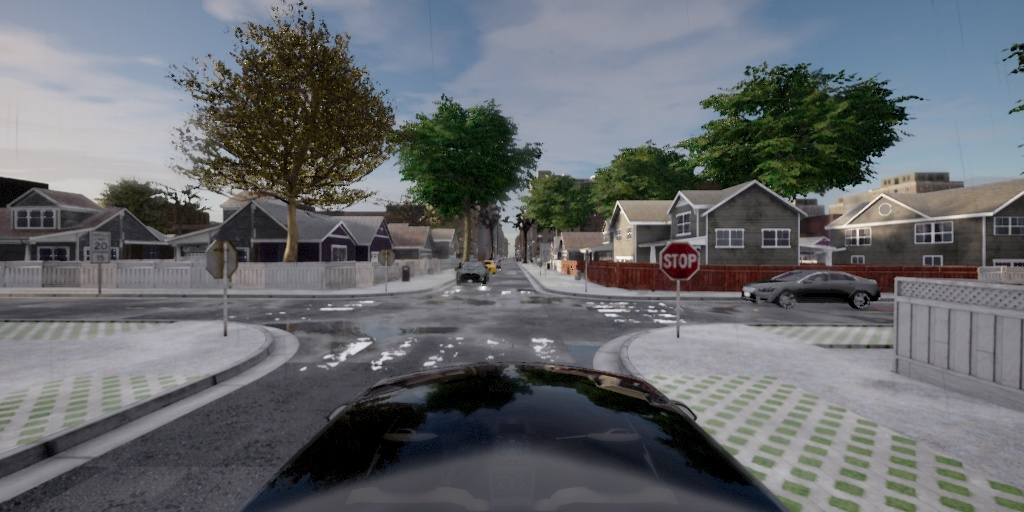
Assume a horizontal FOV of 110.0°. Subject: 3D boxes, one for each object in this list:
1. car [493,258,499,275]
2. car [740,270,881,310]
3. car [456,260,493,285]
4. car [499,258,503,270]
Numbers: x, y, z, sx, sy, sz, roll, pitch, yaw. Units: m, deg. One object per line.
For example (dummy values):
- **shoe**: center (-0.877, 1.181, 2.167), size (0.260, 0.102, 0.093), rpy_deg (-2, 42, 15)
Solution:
- **car**: center (-2.800, 1.271, 40.087), size (1.882, 1.535, 5.008), rpy_deg (0, 0, 0)
- **car**: center (12.151, 1.327, 14.774), size (4.902, 1.511, 2.128), rpy_deg (0, 0, 0)
- **car**: center (-2.818, 1.128, 26.453), size (2.097, 1.767, 4.553), rpy_deg (0, 0, 0)
- **car**: center (-2.737, 1.345, 56.288), size (1.812, 1.442, 4.674), rpy_deg (0, 0, 0)
